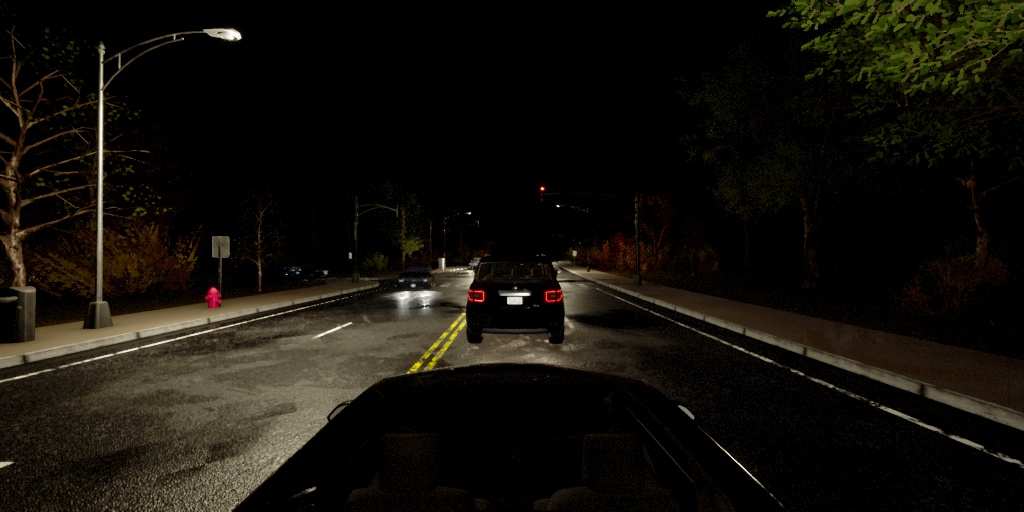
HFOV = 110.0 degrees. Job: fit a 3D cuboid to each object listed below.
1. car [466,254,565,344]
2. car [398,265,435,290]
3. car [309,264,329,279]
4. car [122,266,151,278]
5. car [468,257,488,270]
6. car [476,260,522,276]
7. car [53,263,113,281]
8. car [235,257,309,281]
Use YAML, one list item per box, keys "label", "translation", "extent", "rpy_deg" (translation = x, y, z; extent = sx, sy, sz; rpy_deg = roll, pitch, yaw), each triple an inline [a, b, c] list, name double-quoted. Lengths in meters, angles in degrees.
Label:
- label: "car"
  translation: [0.109, 0.972, 9.741]
  extent: [2.150, 2.045, 5.566]
  rpy_deg: [0, 0, 1]
- label: "car"
  translation: [-5.992, 1.287, 23.105]
  extent: [2.033, 1.411, 5.357]
  rpy_deg: [0, 0, -8]
- label: "car"
  translation: [-20.078, 1.414, 34.437]
  extent: [4.902, 1.511, 2.128]
  rpy_deg: [-1, -1, 10]
- label: "car"
  translation: [-41.067, 1.494, 38.049]
  extent: [4.553, 1.767, 2.097]
  rpy_deg: [-1, -1, 10]
- label: "car"
  translation: [-4.777, 1.056, 50.934]
  extent: [2.097, 1.767, 4.553]
  rpy_deg: [0, 0, 4]
- label: "car"
  translation: [-1.338, 1.239, 38.747]
  extent: [2.128, 1.511, 4.902]
  rpy_deg: [0, 1, 41]
- label: "car"
  translation: [-42.163, 1.611, 34.940]
  extent: [4.902, 1.511, 2.128]
  rpy_deg: [-1, -1, 10]
- label: "car"
  translation: [-21.191, 1.122, 31.333]
  extent: [5.566, 2.045, 2.150]
  rpy_deg: [-1, -1, 10]
